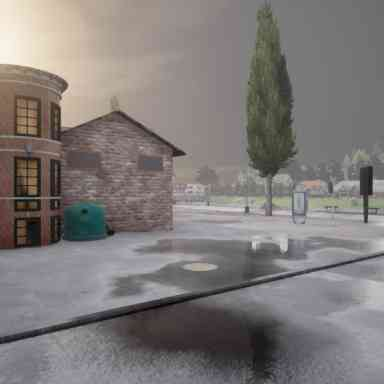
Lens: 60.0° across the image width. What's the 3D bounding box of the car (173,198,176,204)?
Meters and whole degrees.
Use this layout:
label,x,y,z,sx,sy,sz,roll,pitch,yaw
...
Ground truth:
label,x,y,z,sx,sy,sz,roll,pitch,yaw
car,-4.632,1.526,60.368,1.812,1.442,4.674,0,0,-35
